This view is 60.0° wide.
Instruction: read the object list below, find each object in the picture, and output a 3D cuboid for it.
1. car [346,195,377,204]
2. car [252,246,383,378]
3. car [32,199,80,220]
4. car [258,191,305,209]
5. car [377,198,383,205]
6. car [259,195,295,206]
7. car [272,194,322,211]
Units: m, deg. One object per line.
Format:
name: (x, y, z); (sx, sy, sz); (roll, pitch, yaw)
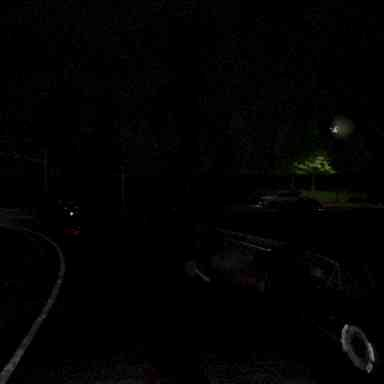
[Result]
car: (25.066, 1.139, 48.560); (4.718, 1.301, 1.895); (0, 1, -14)
car: (2.629, 1.548, 5.513); (1.895, 1.301, 4.718); (0, 1, -11)
car: (-10.565, 1.287, 25.682); (4.892, 1.490, 1.837); (1, 1, 41)
car: (10.302, 0.872, 37.731); (5.566, 2.045, 2.150); (0, 1, -14)
car: (26.011, 1.163, 41.582); (4.181, 1.385, 1.994); (0, 1, -14)
car: (11.524, 1.147, 45.221); (4.181, 1.385, 1.994); (0, 1, -14)
car: (11.083, 1.206, 34.307); (4.674, 1.442, 1.812); (0, 1, -14)
